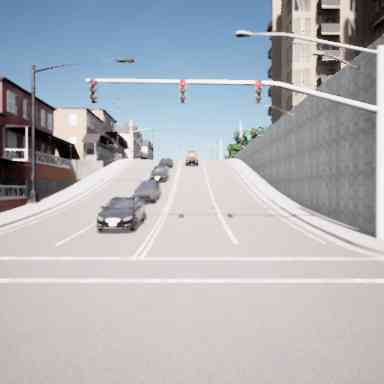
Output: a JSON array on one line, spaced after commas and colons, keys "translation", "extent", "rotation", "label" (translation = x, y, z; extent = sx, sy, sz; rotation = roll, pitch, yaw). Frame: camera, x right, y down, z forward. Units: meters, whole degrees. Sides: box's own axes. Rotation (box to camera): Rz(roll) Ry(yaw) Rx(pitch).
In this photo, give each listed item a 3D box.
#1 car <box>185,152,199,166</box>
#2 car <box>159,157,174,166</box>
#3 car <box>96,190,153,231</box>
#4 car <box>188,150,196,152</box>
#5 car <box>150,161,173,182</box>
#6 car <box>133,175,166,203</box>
[{"translation": [-0.002, -4.658, 48.700], "extent": [1.895, 1.301, 4.718], "rotation": [0, 12, 0], "label": "car"}, {"translation": [-3.566, -4.016, 45.612], "extent": [1.994, 1.385, 4.181], "rotation": [0, 13, 0], "label": "car"}, {"translation": [-3.590, 1.005, 17.478], "extent": [2.128, 1.511, 4.902], "rotation": [0, 5, 0], "label": "car"}, {"translation": [-0.003, -6.504, 58.570], "extent": [2.097, 1.767, 4.553], "rotation": [0, 5, 0], "label": "car"}, {"translation": [-3.571, -2.121, 36.819], "extent": [2.128, 1.511, 4.902], "rotation": [0, 13, 0], "label": "car"}, {"translation": [-3.586, -0.133, 27.150], "extent": [2.033, 1.411, 5.357], "rotation": [0, 9, 0], "label": "car"}]
